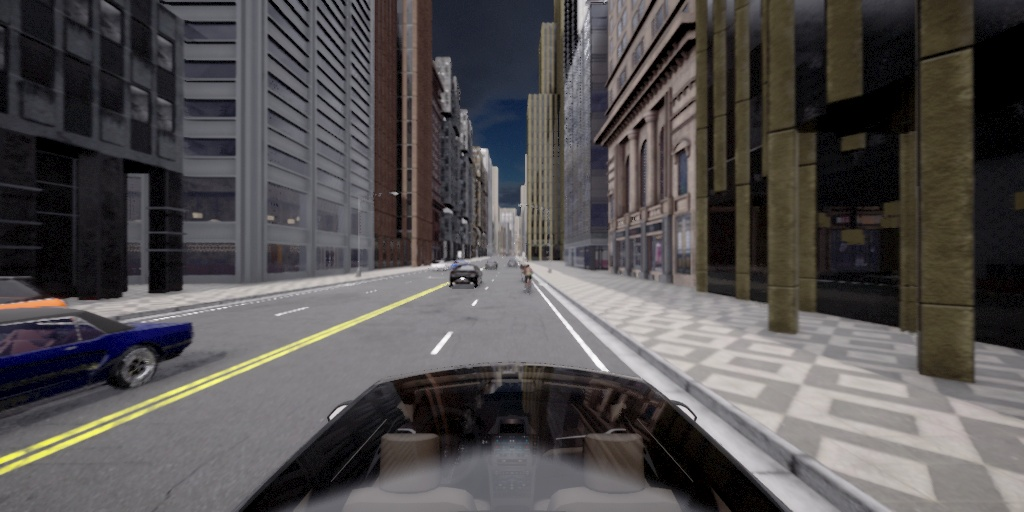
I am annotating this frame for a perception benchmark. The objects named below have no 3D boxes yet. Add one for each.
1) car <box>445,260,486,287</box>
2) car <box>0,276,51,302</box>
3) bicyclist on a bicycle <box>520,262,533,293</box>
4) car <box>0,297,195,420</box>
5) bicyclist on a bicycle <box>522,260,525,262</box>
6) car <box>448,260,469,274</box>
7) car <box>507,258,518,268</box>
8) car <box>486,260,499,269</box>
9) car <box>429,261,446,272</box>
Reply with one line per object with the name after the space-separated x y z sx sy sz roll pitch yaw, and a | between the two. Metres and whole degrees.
-3.143 1.300 25.209 1.882 1.535 5.008 0 0 0 | car
-9.849 1.118 5.241 2.097 1.767 4.553 0 0 0 | car
0.899 1.267 19.617 0.582 1.620 1.656 0 0 0 | bicyclist on a bicycle
-6.599 1.362 4.128 1.895 1.301 4.718 0 0 0 | car
0.902 1.197 28.559 0.659 1.776 1.843 0 0 0 | bicyclist on a bicycle
-6.574 1.303 44.795 1.882 1.535 5.008 0 0 0 | car
0.070 1.297 64.711 2.128 1.511 4.902 0 0 0 | car
-3.137 1.310 56.310 2.128 1.511 4.902 0 0 0 | car
-9.808 1.349 48.608 1.812 1.442 4.674 0 0 0 | car
